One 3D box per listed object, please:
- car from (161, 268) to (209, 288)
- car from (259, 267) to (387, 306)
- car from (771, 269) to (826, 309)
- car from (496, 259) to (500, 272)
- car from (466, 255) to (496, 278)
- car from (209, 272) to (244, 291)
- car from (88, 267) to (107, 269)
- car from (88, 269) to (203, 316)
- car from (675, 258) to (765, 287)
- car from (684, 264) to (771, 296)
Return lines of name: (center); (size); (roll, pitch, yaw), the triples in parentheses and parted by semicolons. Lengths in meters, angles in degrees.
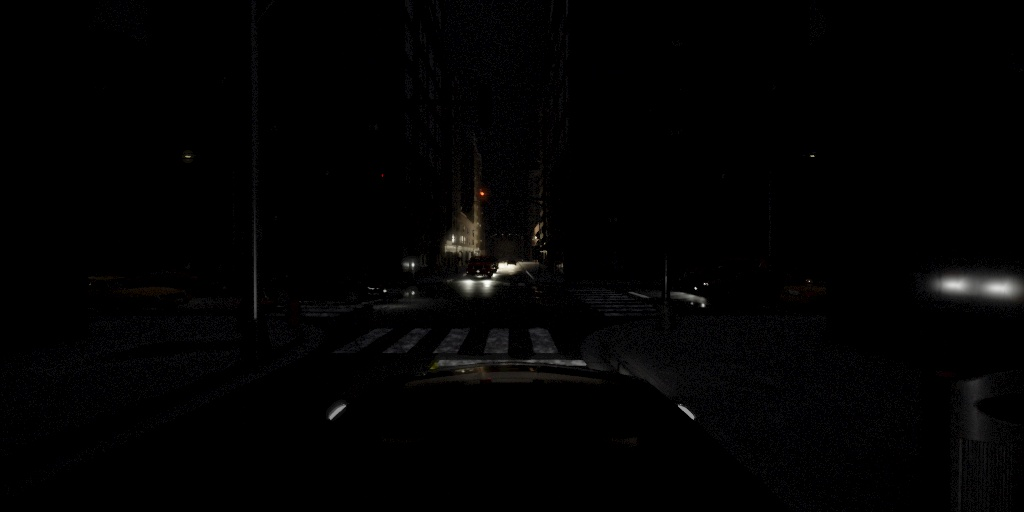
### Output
car: (-19.982, 1.327, 20.939); (4.207, 1.307, 1.802); (0, 0, 0)
car: (-7.916, 1.267, 15.452); (4.892, 1.490, 1.837); (0, 0, 0)
car: (12.480, 1.280, 12.933); (4.829, 1.417, 1.751); (0, 0, 0)
car: (-2.929, 0.956, 43.913); (2.150, 2.045, 5.566); (0, 0, 0)
car: (-2.911, 0.963, 33.524); (2.150, 2.045, 5.566); (0, 0, 0)
car: (-14.569, 1.307, 20.942); (4.313, 1.339, 1.948); (0, 0, 0)
car: (-25.395, 1.315, 20.935); (4.313, 1.339, 1.948); (0, 0, 0)
car: (-14.403, 1.304, 12.917); (4.829, 1.417, 1.751); (0, 0, 0)
car: (12.314, 1.032, 20.958); (5.009, 1.841, 2.192); (0, 0, 0)
car: (12.134, 1.277, 18.382); (5.357, 1.411, 2.033); (0, 0, 3)
